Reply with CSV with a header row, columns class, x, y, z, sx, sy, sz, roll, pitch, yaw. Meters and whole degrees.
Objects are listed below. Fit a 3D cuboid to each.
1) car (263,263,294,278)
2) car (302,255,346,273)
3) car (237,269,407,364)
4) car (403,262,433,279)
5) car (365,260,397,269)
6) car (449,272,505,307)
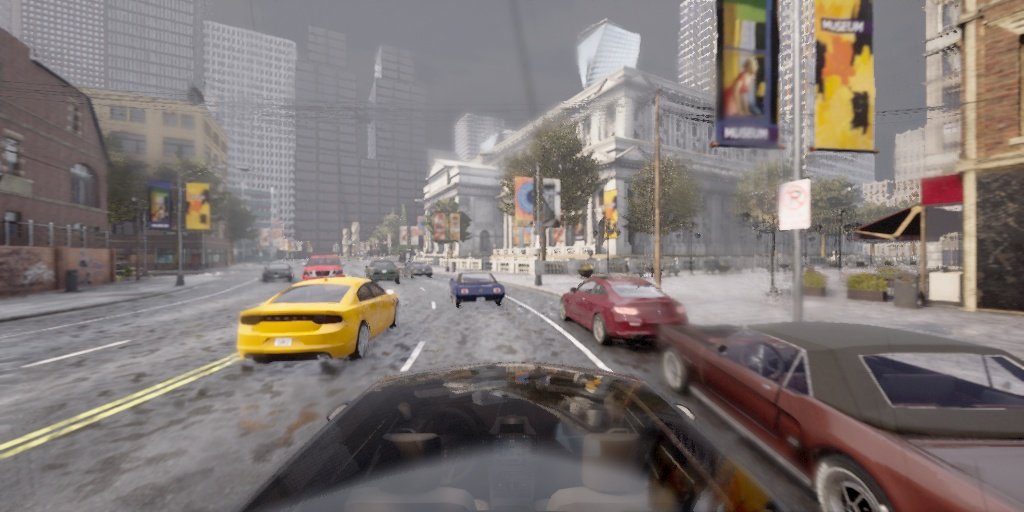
class,x,y,z,sx,sy,sz,roll,pitch,yaw
car,-19.088,1.289,29.491,1.812,1.442,4.674,0,0,-27
car,-11.928,0.968,22.897,2.150,2.045,5.566,0,0,-25
car,-3.934,1.228,8.244,1.882,1.535,5.008,0,0,-6
car,-8.547,1.253,32.189,2.033,1.411,5.357,0,0,-27
car,-9.550,1.079,26.182,2.097,1.767,4.553,0,0,-25
car,-1.676,1.320,15.454,1.895,1.301,4.718,0,0,-14
